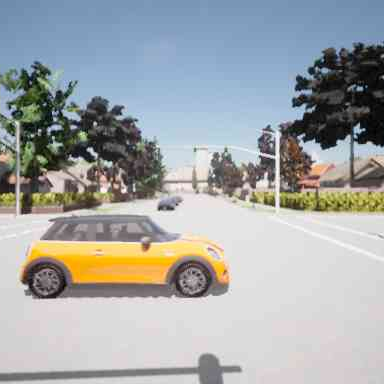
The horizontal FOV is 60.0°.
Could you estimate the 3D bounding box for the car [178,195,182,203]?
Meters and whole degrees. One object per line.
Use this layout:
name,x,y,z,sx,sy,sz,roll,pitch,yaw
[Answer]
car,-2.932,1.392,49.839,2.033,1.411,5.357,0,0,0

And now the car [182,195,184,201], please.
car,-2.842,1.357,61.322,2.033,1.411,5.357,0,0,1

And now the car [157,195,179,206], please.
car,-2.979,1.425,39.304,2.033,1.411,5.357,0,0,0

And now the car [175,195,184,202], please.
car,-2.754,1.368,72.974,1.895,1.301,4.718,0,0,0

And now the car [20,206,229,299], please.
car,-1.423,1.327,7.896,4.553,1.767,2.097,0,0,-1
